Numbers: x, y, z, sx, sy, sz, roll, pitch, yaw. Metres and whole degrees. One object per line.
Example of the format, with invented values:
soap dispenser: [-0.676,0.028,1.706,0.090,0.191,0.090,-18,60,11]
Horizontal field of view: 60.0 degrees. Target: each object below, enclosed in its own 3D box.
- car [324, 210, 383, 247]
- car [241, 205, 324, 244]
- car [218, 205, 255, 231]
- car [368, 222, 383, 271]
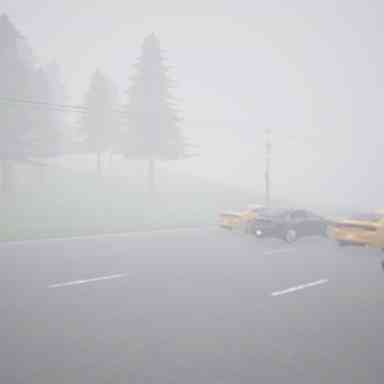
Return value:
car: [7.885,1.476,13.732,5.008,1.535,1.882,0,0,-35]
car: [4.903,1.505,15.916,4.892,1.490,1.837,0,0,-35]
car: [3.816,1.476,19.428,5.008,1.535,1.882,0,0,-35]
car: [7.195,1.547,8.978,5.357,1.411,2.033,0,0,-35]
